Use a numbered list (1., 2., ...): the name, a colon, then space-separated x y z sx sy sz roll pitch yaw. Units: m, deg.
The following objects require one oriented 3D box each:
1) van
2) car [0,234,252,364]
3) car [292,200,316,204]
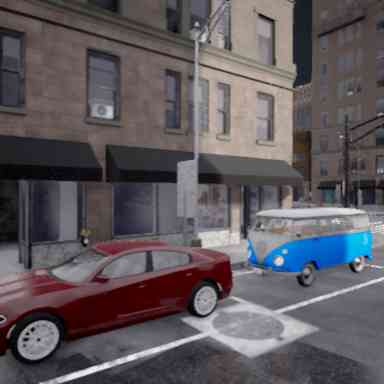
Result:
1. van: 3.259 1.345 9.086 3.998 1.788 1.690 0 0 -35
2. car: -1.289 1.546 5.843 4.507 1.381 1.887 0 0 -35
3. car: 9.657 1.485 27.719 1.882 1.535 5.008 0 0 -36
